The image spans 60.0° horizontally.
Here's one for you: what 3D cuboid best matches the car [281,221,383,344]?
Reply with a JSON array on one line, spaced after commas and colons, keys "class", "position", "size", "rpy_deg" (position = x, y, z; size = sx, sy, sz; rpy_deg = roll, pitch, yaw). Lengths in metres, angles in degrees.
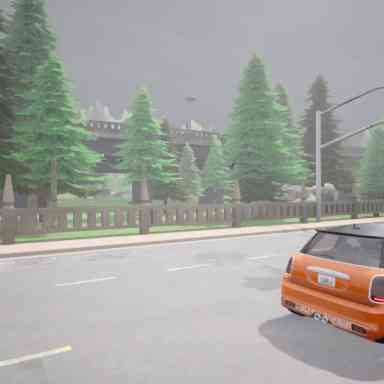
[{"class": "car", "position": [3.850, 1.352, 6.131], "size": [4.553, 1.767, 2.097], "rpy_deg": [0, 0, -31]}]
